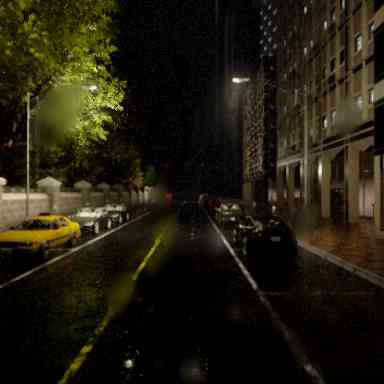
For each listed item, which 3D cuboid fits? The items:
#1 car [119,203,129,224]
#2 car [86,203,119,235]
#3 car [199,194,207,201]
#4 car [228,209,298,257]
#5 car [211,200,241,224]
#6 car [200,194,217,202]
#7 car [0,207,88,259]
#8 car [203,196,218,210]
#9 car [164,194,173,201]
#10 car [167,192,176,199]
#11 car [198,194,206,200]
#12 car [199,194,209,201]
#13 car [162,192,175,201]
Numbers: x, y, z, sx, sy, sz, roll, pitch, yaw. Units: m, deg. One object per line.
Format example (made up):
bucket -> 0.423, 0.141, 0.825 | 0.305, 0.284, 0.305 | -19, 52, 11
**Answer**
car -> -5.702, 1.508, 24.133 | 2.008, 1.369, 4.403 | 0, 0, 0
car -> -5.698, 1.519, 18.450 | 2.008, 1.369, 4.403 | 0, 0, 0
car -> 2.640, 1.307, 81.093 | 1.752, 1.417, 4.829 | 1, 0, 0
car -> 2.687, 1.546, 12.748 | 1.947, 1.339, 4.313 | 0, 0, 0
car -> 2.679, 1.508, 24.112 | 2.008, 1.369, 4.403 | 0, 0, 0
car -> 2.665, 1.217, 46.837 | 2.192, 1.841, 5.009 | 0, 0, 0
car -> -5.693, 1.505, 12.596 | 1.752, 1.417, 4.829 | 0, 0, 0
car -> 2.667, 1.500, 41.154 | 1.802, 1.307, 4.206 | 0, 0, 0
car -> -5.740, 1.307, 80.790 | 1.752, 1.417, 4.829 | 1, 0, 0
car -> -5.746, 1.048, 92.325 | 2.192, 1.841, 5.009 | 1, 0, 0
car -> 2.635, 1.324, 86.603 | 1.947, 1.339, 4.313 | 1, 0, 0
car -> 2.645, 1.244, 75.242 | 1.967, 1.590, 4.097 | 1, 0, 0
car -> -5.735, 1.118, 75.277 | 2.192, 1.841, 5.009 | 1, 0, 0
